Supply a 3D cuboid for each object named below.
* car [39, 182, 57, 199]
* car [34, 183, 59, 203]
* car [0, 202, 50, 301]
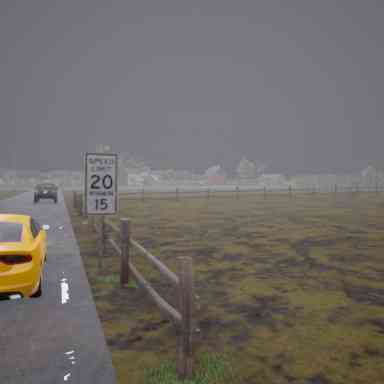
[{"bbox_3d":[-19.336,-0.256,44.862,2.150,2.045,5.566,0,2,-22],"label":"car"},{"bbox_3d":[-15.424,0.054,35.221,2.150,2.045,5.566,0,2,-21],"label":"car"},{"bbox_3d":[-4.363,1.231,7.527,1.882,1.535,5.008,0,2,-22],"label":"car"}]
